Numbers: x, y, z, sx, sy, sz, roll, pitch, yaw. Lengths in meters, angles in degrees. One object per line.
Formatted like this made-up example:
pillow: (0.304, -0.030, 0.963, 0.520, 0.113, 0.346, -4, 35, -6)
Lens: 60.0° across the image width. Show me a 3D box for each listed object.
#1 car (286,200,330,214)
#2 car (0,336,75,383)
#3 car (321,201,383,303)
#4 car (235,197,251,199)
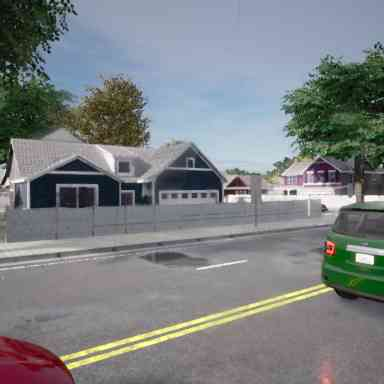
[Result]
car: (12.611, 1.570, 36.401, 1.994, 1.385, 4.181, -1, 0, -34)
car: (-3.021, 1.477, 1.287, 5.008, 1.535, 1.882, 0, 0, -35)
car: (5.102, 1.208, 7.120, 5.566, 2.045, 2.150, 0, 0, -35)
car: (7.285, 1.422, 44.734, 2.097, 1.767, 4.553, -1, 0, -31)
